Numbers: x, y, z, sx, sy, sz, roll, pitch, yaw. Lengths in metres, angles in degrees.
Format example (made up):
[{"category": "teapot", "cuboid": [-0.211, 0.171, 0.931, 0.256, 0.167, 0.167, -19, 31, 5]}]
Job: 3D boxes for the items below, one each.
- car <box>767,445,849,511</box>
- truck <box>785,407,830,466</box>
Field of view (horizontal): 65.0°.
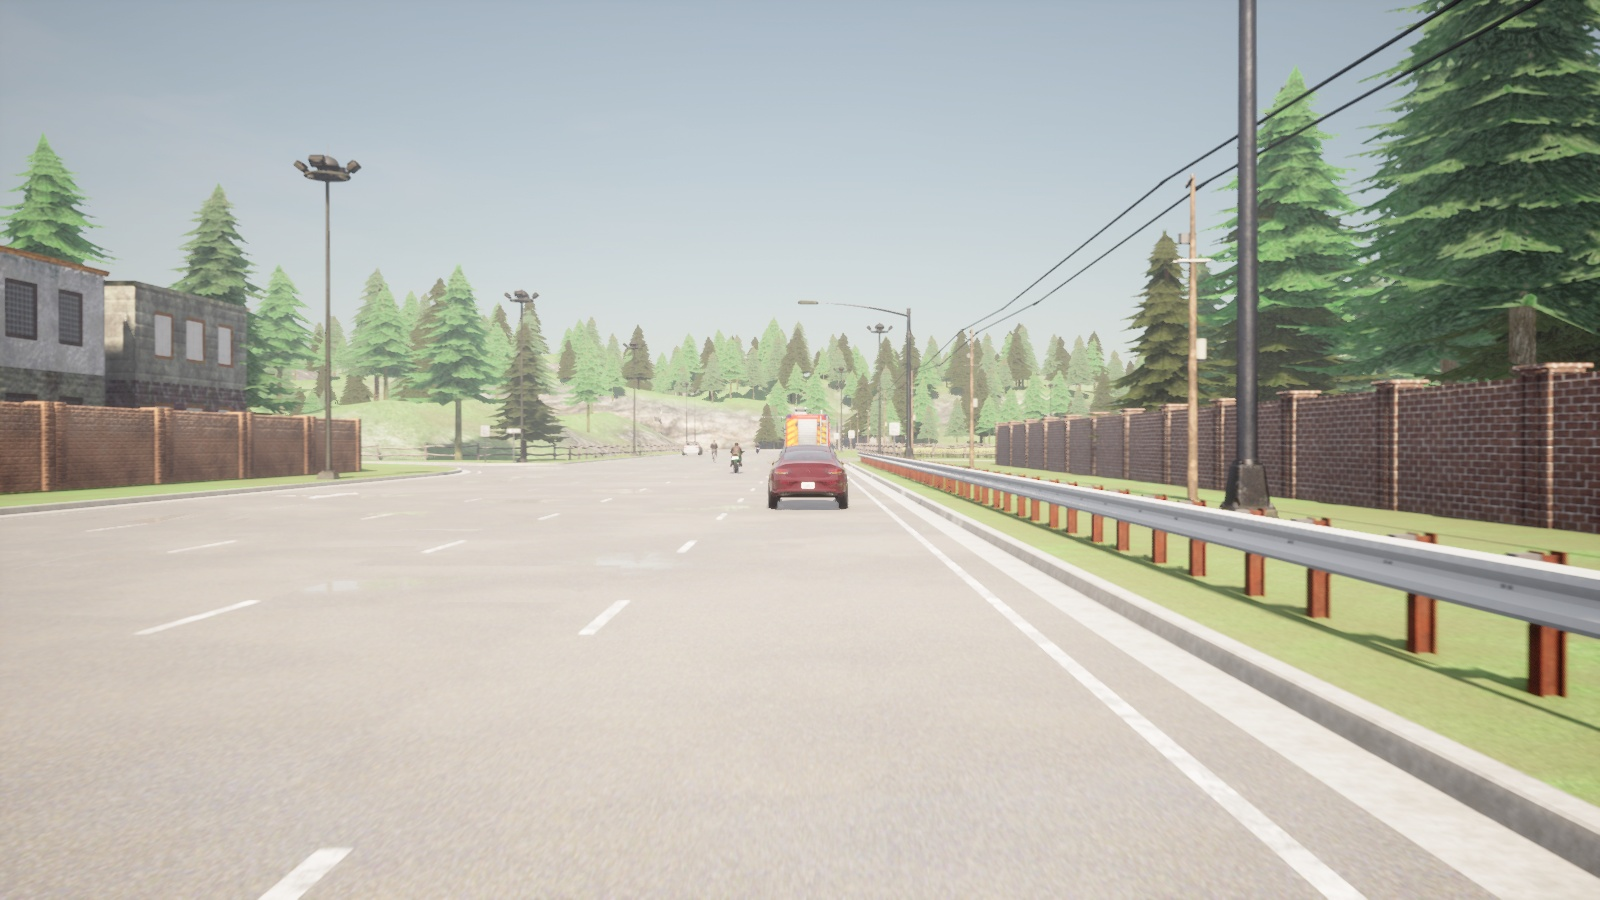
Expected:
[{"category": "car", "cuboid": [0.188, 0.603, 30.027, 1.812, 1.442, 4.674, 0, 0, 0]}, {"category": "truck", "cuboid": [0.508, -0.902, 85.872, 2.891, 3.827, 8.468, 0, 0, 0]}]
